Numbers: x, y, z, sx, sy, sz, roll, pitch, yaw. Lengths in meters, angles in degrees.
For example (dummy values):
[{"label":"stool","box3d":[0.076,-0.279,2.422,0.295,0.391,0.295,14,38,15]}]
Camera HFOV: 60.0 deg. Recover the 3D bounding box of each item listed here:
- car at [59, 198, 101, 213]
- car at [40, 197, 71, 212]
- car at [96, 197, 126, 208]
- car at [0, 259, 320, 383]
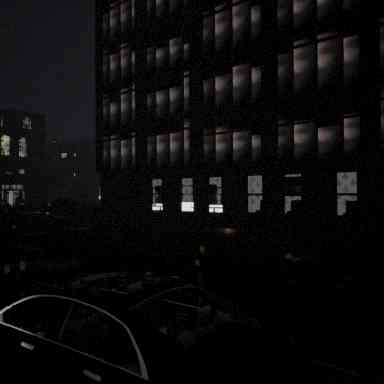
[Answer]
[{"label":"car","box3d":[-12.197,1.683,37.287,1.802,1.307,4.206,-1,-1,36]},{"label":"car","box3d":[-16.394,1.489,41.408,2.097,1.767,4.553,0,-1,37]},{"label":"car","box3d":[-12.416,1.643,51.193,1.967,1.590,4.097,-1,-1,36]},{"label":"car","box3d":[-0.978,1.551,3.574,4.403,1.369,2.008,0,0,35]}]
